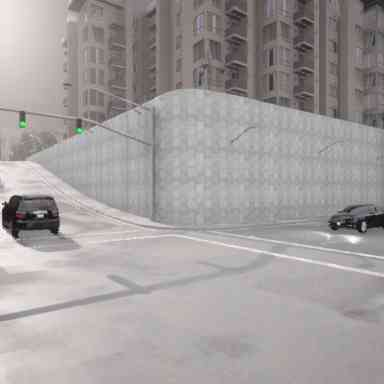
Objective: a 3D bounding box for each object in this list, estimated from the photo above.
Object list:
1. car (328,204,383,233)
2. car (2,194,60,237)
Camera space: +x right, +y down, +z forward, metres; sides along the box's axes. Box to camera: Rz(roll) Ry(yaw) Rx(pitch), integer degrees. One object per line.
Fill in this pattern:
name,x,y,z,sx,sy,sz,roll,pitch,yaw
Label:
car,10.061,1.505,19.748,4.892,1.490,1.837,0,0,-35
car,-8.801,1.114,18.031,2.150,2.045,5.566,0,3,-36
